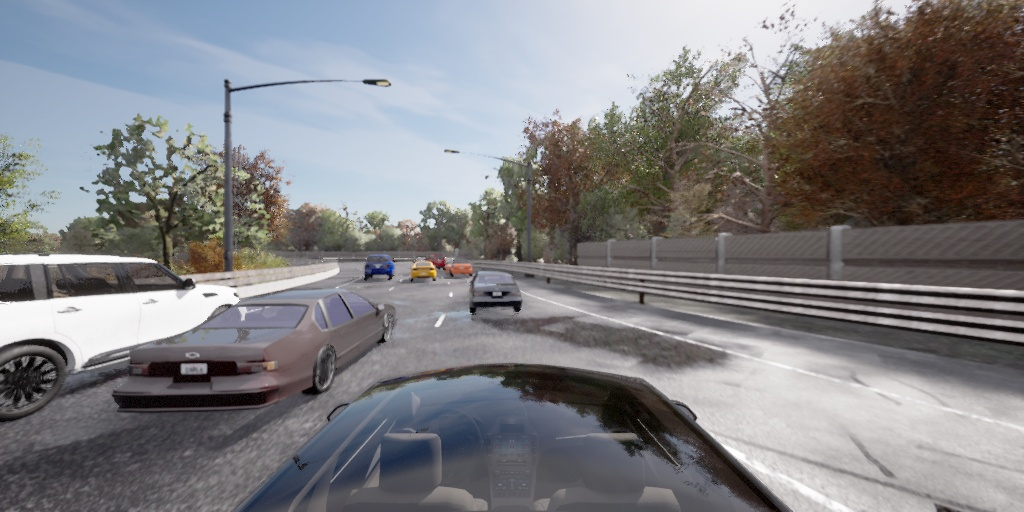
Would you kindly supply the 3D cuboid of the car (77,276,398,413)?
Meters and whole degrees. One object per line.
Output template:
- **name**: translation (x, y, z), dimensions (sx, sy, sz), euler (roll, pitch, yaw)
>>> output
- **car**: translation (-3.646, 1.295, 6.493), dimensions (2.033, 1.411, 5.357), euler (0, 0, -3)

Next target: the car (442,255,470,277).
- **car**: translation (-5.170, 1.035, 34.333), dimensions (2.097, 1.767, 4.553), euler (0, 0, -17)

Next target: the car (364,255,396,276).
- **car**: translation (-11.197, 0.931, 30.544), dimensions (2.150, 2.045, 5.566), euler (0, 0, -16)

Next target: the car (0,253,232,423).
- **car**: translation (-7.109, 0.981, 5.873), dimensions (2.150, 2.045, 5.566), euler (0, 0, -3)

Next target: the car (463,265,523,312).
- **car**: translation (-0.772, 1.268, 14.085), dimensions (2.033, 1.411, 5.357), euler (0, 0, -7)

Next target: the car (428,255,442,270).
- **car**: translation (-10.236, 0.883, 47.809), dimensions (2.150, 2.045, 5.566), euler (0, 0, -24)

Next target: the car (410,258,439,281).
- **car**: translation (-7.284, 1.178, 29.357), dimensions (1.882, 1.535, 5.008), euler (0, 0, -15)
